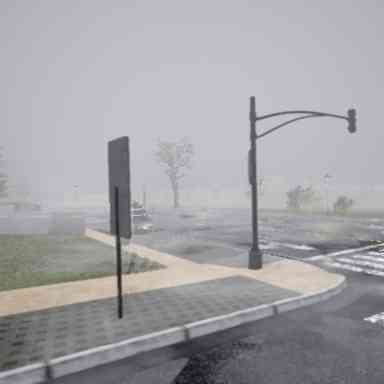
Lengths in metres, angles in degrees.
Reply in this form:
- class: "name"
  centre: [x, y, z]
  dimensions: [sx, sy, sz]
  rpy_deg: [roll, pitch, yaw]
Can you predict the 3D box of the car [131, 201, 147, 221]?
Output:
- class: "car"
  centre: [-6.693, 2.031, 35.177]
  dimensions: [2.150, 2.045, 5.566]
  rpy_deg: [-2, 0, -32]
